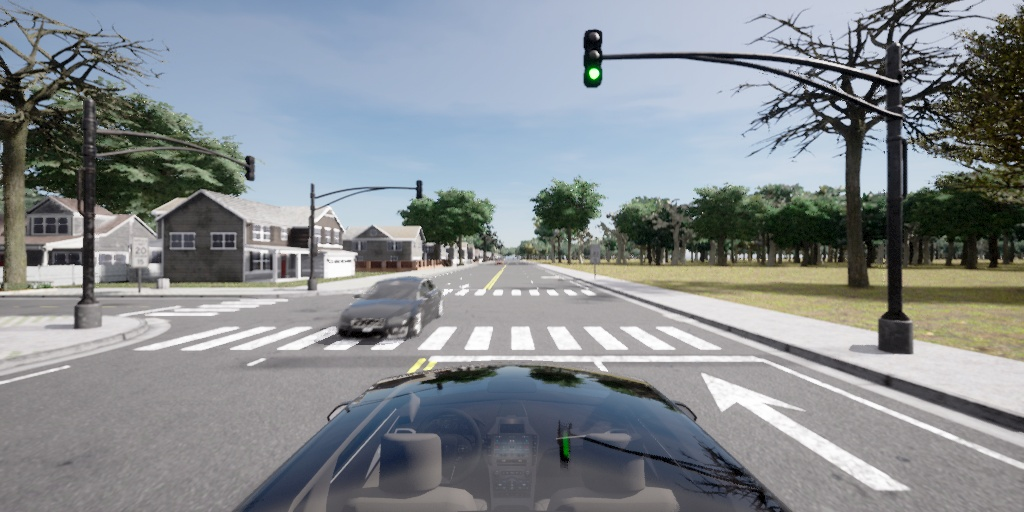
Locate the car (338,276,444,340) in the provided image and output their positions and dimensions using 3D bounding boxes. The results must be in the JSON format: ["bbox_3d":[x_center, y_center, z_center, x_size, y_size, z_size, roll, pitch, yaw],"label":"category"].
[{"bbox_3d":[-3.242,1.395,10.472,1.837,1.490,4.892,0,0,0],"label":"car"}]
